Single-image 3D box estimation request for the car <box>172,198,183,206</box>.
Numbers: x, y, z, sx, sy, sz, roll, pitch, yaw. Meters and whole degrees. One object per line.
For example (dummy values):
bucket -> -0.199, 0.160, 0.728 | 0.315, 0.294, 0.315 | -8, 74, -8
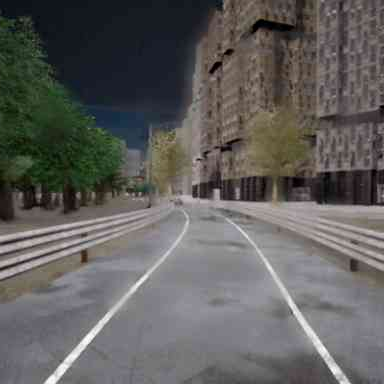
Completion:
car -> -3.090, 1.845, 65.056 | 2.128, 1.511, 4.902 | 0, 0, -15
